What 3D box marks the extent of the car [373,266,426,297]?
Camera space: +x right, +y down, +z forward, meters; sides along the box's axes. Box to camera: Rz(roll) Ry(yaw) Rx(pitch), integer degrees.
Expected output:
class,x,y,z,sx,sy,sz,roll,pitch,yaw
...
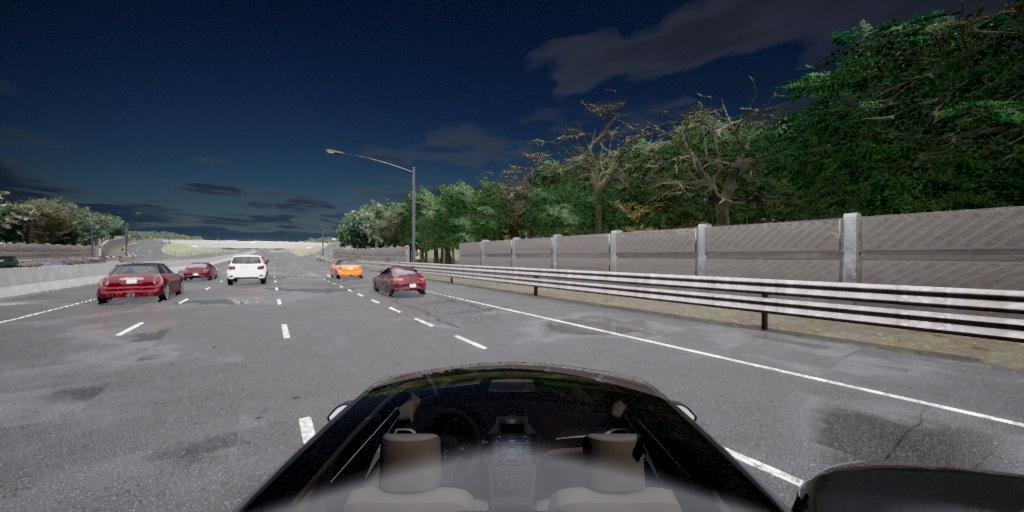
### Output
class,x,y,z,sx,sy,sz,roll,pitch,yaw
car,-6.009,1.272,19.063,1.812,1.442,4.674,0,0,-33

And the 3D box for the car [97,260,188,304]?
class,x,y,z,sx,sy,sz,roll,pitch,yaw
car,-17.134,1.095,16.779,2.097,1.767,4.553,0,0,-34

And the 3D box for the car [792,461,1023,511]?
class,x,y,z,sx,sy,sz,roll,pitch,yaw
car,2.985,1.315,0.502,4.181,1.385,1.994,0,0,34

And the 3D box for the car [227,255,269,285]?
class,x,y,z,sx,sy,sz,roll,pitch,yaw
car,-19.283,0.956,26.244,2.150,2.045,5.566,0,0,-34

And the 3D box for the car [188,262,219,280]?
class,x,y,z,sx,sy,sz,roll,pitch,yaw
car,-25.869,1.254,29.781,1.812,1.442,4.674,0,0,-34

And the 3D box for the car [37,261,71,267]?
class,x,y,z,sx,sy,sz,roll,pitch,yaw
car,-48.381,1.270,37.990,1.994,1.385,4.181,0,0,-33

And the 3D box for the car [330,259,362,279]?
class,x,y,z,sx,sy,sz,roll,pitch,yaw
car,-15.095,1.086,32.563,2.097,1.767,4.553,0,0,-34

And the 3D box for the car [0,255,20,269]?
class,x,y,z,sx,sy,sz,roll,pitch,yaw
car,-50.237,0.928,34.449,2.150,2.045,5.566,0,0,-33
